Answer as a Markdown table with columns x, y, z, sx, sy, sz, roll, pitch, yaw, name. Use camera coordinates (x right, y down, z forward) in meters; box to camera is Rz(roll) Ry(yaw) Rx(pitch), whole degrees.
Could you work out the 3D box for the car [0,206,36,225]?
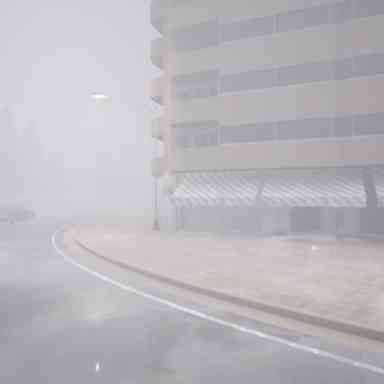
| x | y | z | sx | sy | sz | roll | pitch | yaw | name |
| --- | --- | --- | --- | --- | --- | --- | --- | --- | --- |
| -14.505 | 1.806 | 26.776 | 2.033 | 1.411 | 5.357 | 0 | 0 | -4 | car |
